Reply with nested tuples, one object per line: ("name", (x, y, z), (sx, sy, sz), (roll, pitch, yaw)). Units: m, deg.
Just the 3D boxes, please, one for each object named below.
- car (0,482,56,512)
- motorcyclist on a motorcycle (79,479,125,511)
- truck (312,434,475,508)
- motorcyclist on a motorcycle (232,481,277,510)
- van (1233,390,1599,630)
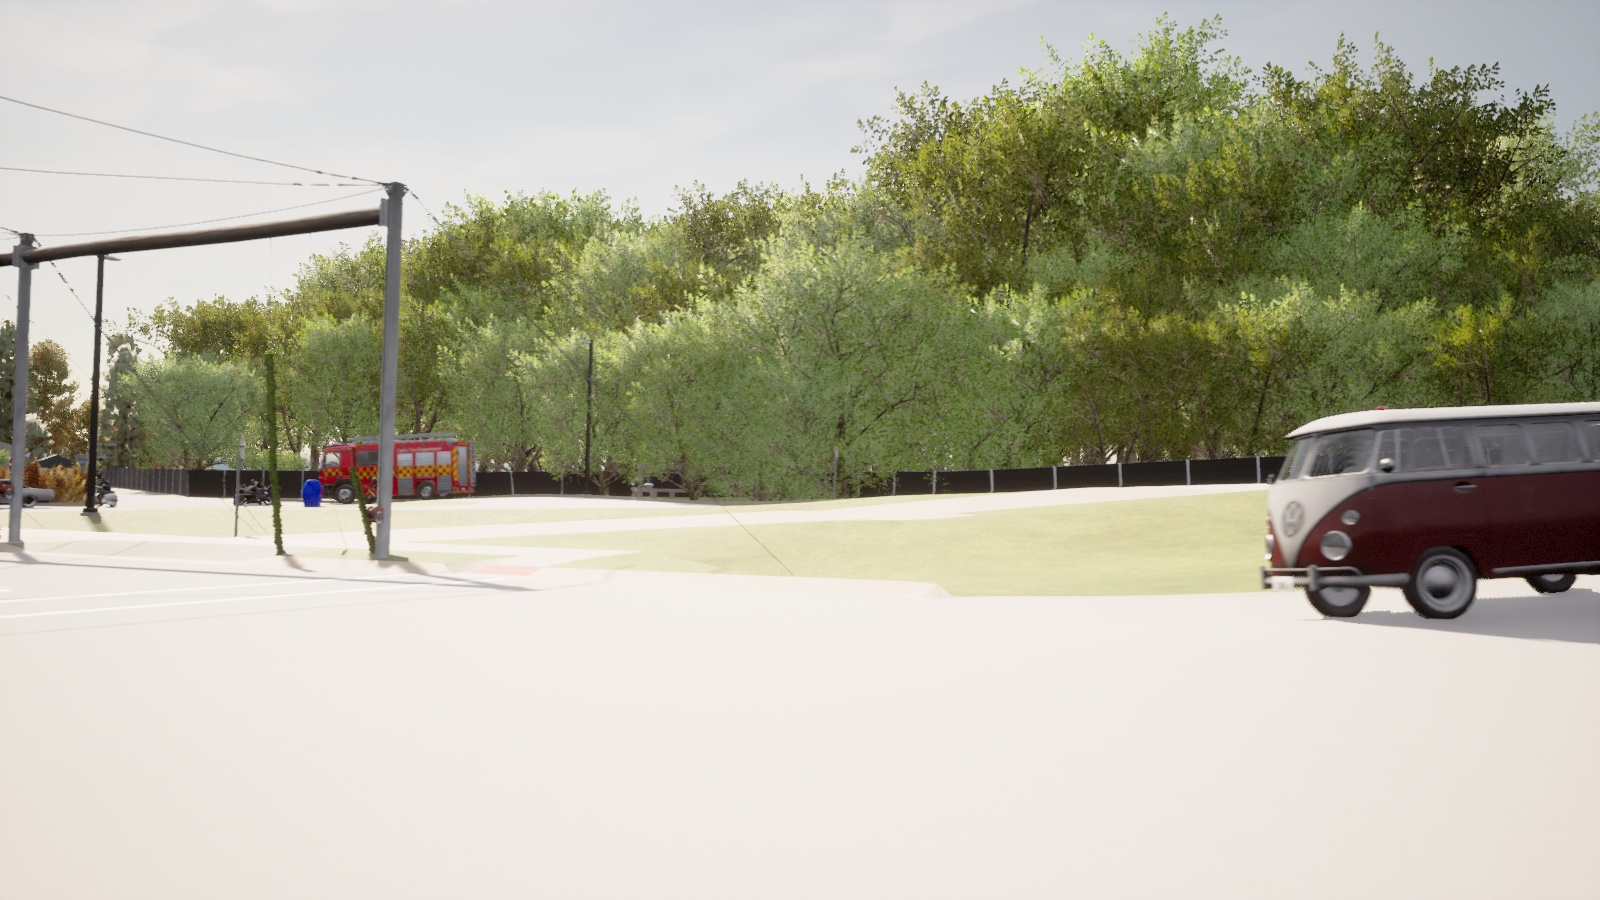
("car", (-35.936, 2.083, 55.695), (4.718, 1.301, 1.895), (2, -2, -45))
("motorcyclist on a motorcycle", (-35.355, 2.268, 63.632), (0.866, 1.590, 1.817), (0, -2, 24))
("truck", (-23.397, 1.226, 72.407), (8.468, 3.827, 2.891), (-3, -2, 10))
("motorcyclist on a motorcycle", (-30.425, 2.527, 70.076), (2.191, 1.530, 0.866), (0, -1, -31))
("van", (6.799, 0.539, 12.228), (4.442, 1.987, 1.775), (-3, -5, -13))
